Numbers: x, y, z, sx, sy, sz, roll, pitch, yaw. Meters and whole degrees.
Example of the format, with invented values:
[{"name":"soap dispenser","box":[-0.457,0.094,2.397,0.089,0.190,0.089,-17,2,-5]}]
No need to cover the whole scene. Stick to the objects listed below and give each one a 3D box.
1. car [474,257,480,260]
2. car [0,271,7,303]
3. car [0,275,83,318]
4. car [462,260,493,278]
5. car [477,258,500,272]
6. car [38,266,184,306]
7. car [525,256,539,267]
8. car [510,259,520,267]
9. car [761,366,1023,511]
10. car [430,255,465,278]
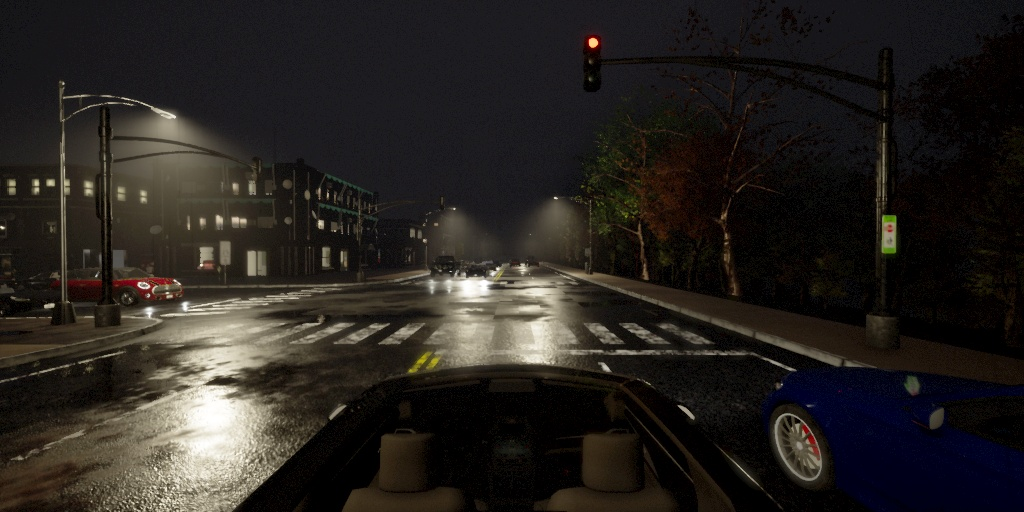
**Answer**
[{"name":"car","box":[-6.043,1.077,65.006,2.097,1.767,4.553,0,0,1]},{"name":"car","box":[-27.203,1.548,16.521,4.902,1.511,2.128,-1,1,0]},{"name":"car","box":[-19.857,1.565,13.749,4.313,1.339,1.948,0,0,1]},{"name":"car","box":[-3.110,1.341,33.009,1.895,1.301,4.718,0,0,0]},{"name":"car","box":[-3.007,1.299,45.734,1.994,1.385,4.181,0,0,0]},{"name":"car","box":[-17.993,1.302,16.466,4.553,1.767,2.097,-1,1,0]},{"name":"car","box":[3.839,1.204,64.633,1.882,1.535,5.008,0,0,1]},{"name":"car","box":[0.589,1.231,64.793,1.837,1.490,4.892,0,0,0]},{"name":"car","box":[3.354,1.276,1.567,1.812,1.442,4.674,0,0,1]},{"name":"car","box":[-6.321,0.961,34.844,2.150,2.045,5.566,0,0,2]}]
